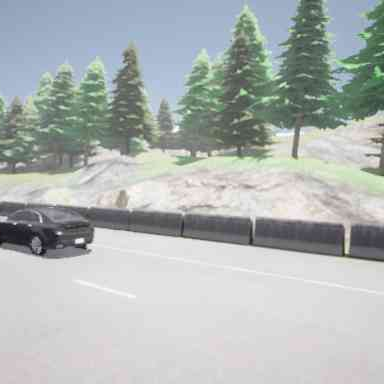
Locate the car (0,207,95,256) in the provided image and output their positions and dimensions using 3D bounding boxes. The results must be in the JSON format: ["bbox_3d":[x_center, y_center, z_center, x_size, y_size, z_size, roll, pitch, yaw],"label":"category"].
[{"bbox_3d":[-5.651,1.319,12.320,4.892,1.490,1.837,1,1,35],"label":"car"}]
